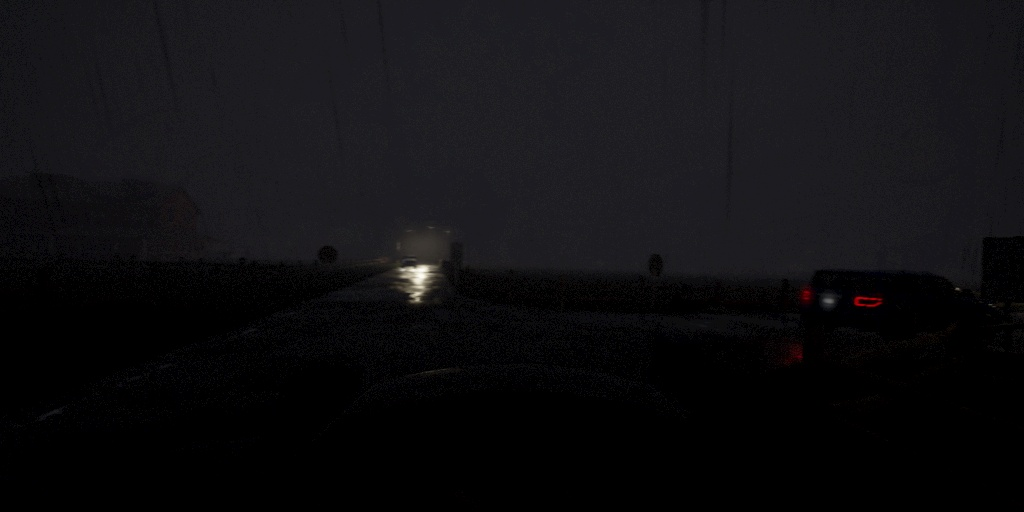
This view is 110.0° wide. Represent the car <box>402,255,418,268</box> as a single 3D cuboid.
[{"bbox_3d":[-16.382,0.888,57.503,2.150,2.045,5.566,2,0,-13],"label":"car"}]

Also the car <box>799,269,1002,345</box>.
[{"bbox_3d":[11.652,1.465,10.871,5.566,2.045,2.150,2,0,-13],"label":"car"}]
